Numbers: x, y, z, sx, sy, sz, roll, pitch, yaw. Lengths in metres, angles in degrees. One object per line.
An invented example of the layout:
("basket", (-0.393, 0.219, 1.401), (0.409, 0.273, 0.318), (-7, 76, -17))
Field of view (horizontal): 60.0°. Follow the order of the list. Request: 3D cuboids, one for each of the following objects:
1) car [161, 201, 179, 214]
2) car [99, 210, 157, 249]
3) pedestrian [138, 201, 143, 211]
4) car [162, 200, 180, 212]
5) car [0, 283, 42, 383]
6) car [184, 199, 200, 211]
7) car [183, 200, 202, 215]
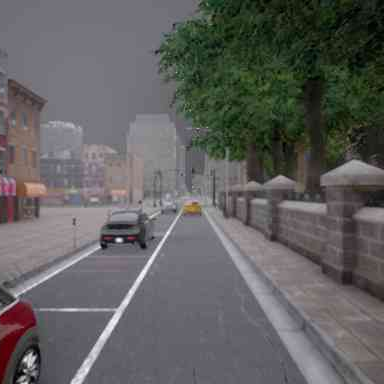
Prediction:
("car", (-2.634, 1.766, 38.645), (1.802, 1.307, 4.206), (0, 0, 0))
("car", (-2.748, 1.577, 14.946), (1.837, 1.490, 4.892), (0, 0, 0))
("pedestrian", (-2.748, 1.380, 17.893), (0.375, 1.860, 0.375), (0, 0, 0))
("car", (-2.634, 1.768, 42.308), (1.947, 1.339, 4.313), (0, 0, 0))
("car", (-2.646, 1.451, 2.027), (1.967, 1.590, 4.097), (0, 0, 0))
("car", (0.008, 1.770, 46.732), (2.033, 1.411, 5.357), (0, 0, 0))
("car", (0.068, 1.649, 35.936), (1.882, 1.535, 5.008), (0, 0, 0))
